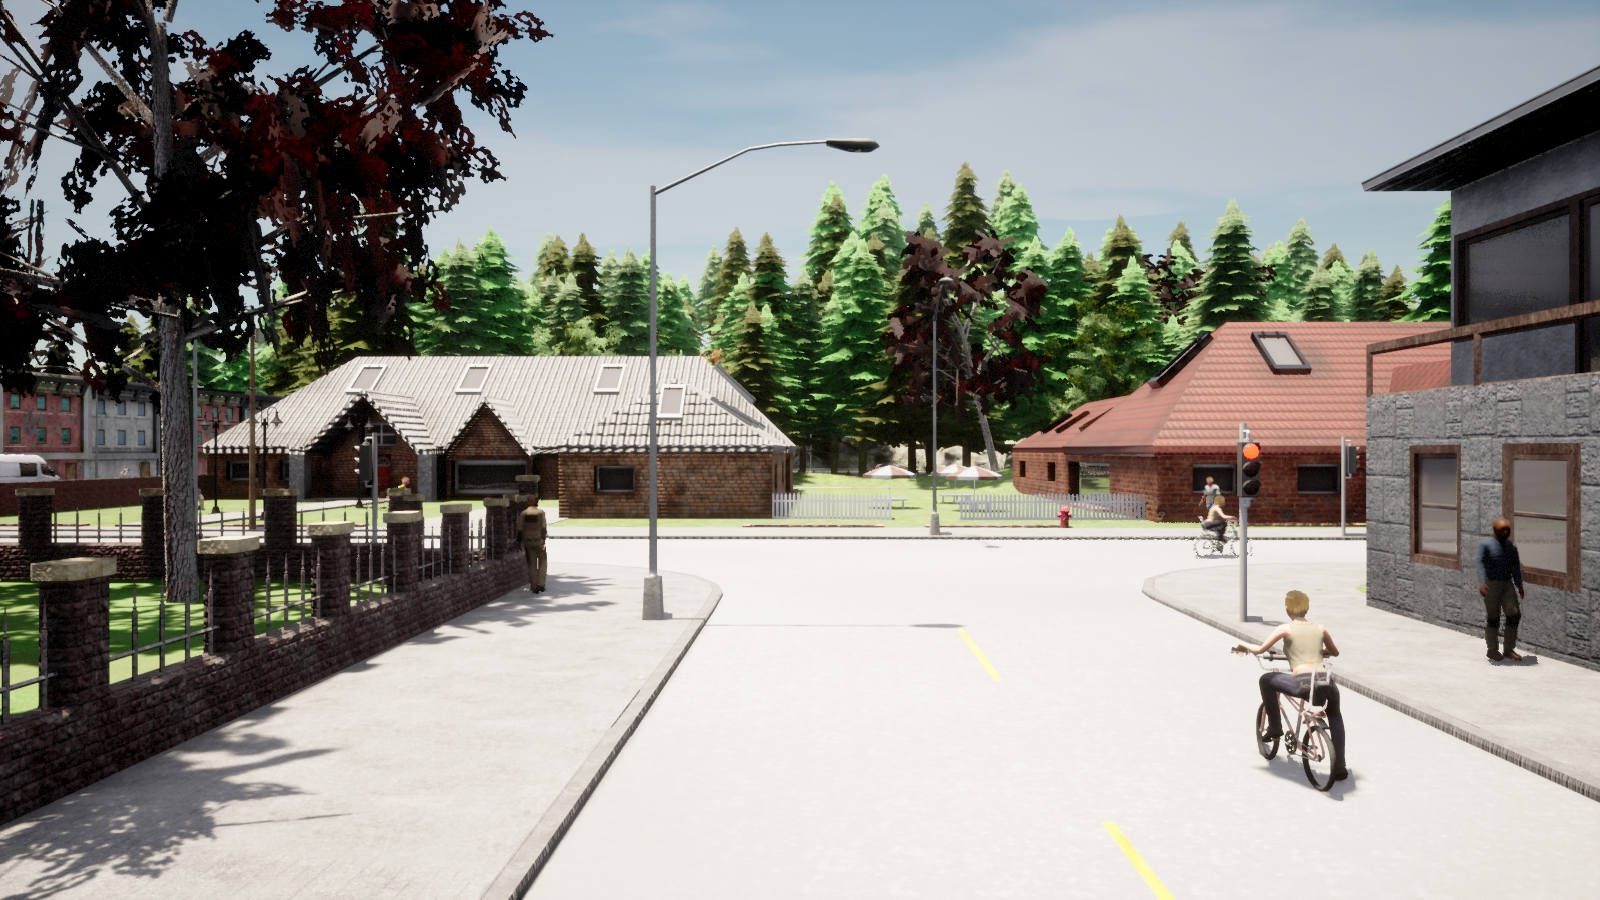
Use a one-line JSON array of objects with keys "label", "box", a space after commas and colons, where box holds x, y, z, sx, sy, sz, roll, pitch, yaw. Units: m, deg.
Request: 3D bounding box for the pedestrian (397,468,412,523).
[{"label": "pedestrian", "box": [-13.274, 1.524, 38.372, 0.375, 1.860, 0.375, 0, 0, 2]}]

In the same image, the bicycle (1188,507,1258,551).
[{"label": "bicycle", "box": [10.933, 2.036, 29.577, 1.487, 1.080, 0.859, 0, 0, 1]}]

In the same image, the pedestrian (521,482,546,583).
[{"label": "pedestrian", "box": [-4.946, 1.523, 21.227, 0.375, 1.860, 0.375, 0, 0, -2]}]

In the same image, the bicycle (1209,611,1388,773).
[{"label": "bicycle", "box": [4.247, 2.036, 9.857, 0.859, 1.080, 1.487, 0, 0, -2]}]

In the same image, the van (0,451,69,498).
[{"label": "van", "box": [-43.967, 1.314, 64.102, 1.988, 2.561, 5.915, 0, 0, 1]}]

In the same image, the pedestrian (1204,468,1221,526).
[{"label": "pedestrian", "box": [13.389, 1.524, 37.073, 0.375, 1.860, 0.375, 0, 0, -34]}]

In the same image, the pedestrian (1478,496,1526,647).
[{"label": "pedestrian", "box": [8.837, 1.516, 14.381, 0.375, 1.860, 0.375, 0, 0, 1]}]
